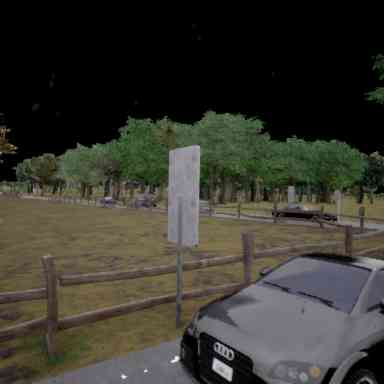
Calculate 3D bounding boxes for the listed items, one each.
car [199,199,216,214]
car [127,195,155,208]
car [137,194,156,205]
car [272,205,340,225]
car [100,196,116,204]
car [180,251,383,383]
[{"bbox_3d":[0.513,1.504,35.391,2.128,1.511,4.902,2,-1,-36],"label":"car"},{"bbox_3d":[-7.384,1.571,46.465,1.994,1.385,4.181,2,-1,-35],"label":"car"},{"bbox_3d":[-7.602,1.304,51.812,2.150,2.045,5.566,2,-1,-36],"label":"car"},{"bbox_3d":[8.292,1.618,24.510,1.895,1.301,4.718,2,-1,-36],"label":"car"},{"bbox_3d":[-16.051,1.577,63.596,1.812,1.442,4.674,2,-1,-35],"label":"car"},{"bbox_3d":[1.920,1.568,4.441,4.181,1.385,1.994,0,0,-36],"label":"car"}]
